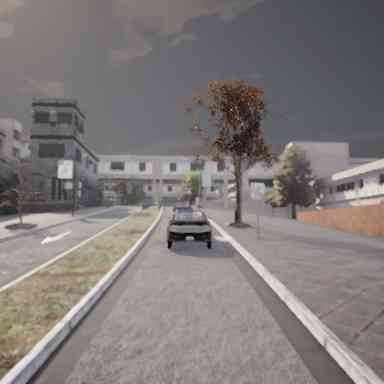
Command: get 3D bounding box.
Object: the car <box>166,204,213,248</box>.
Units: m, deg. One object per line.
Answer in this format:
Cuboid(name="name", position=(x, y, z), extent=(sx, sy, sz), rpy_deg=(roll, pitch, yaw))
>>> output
Cuboid(name="car", position=(-0.146, 1.535, 14.968), extent=(2.128, 1.511, 4.902), rpy_deg=(0, 0, -2))
